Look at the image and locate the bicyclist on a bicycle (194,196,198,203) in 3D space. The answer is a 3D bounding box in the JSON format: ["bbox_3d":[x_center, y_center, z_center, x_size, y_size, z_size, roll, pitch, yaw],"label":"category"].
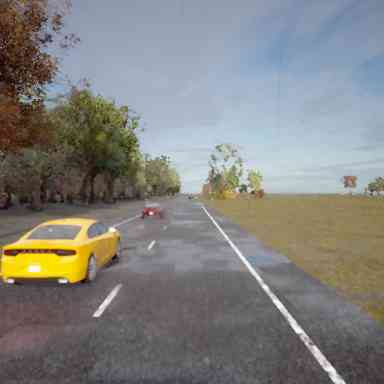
[{"bbox_3d":[0.954,1.672,74.575,0.866,1.612,1.509,0,0,0],"label":"bicyclist on a bicycle"}]

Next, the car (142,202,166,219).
[{"bbox_3d":[-3.404,1.620,30.087,1.812,1.442,4.674,0,0,0],"label":"car"}]

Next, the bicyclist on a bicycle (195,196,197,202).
[{"bbox_3d":[0.960,1.717,83.577,0.582,1.620,1.656,0,0,0],"label":"bicyclist on a bicycle"}]

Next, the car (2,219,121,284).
[{"bbox_3d":[-3.407,1.508,9.677,1.882,1.535,5.008,0,0,0],"label":"car"}]
